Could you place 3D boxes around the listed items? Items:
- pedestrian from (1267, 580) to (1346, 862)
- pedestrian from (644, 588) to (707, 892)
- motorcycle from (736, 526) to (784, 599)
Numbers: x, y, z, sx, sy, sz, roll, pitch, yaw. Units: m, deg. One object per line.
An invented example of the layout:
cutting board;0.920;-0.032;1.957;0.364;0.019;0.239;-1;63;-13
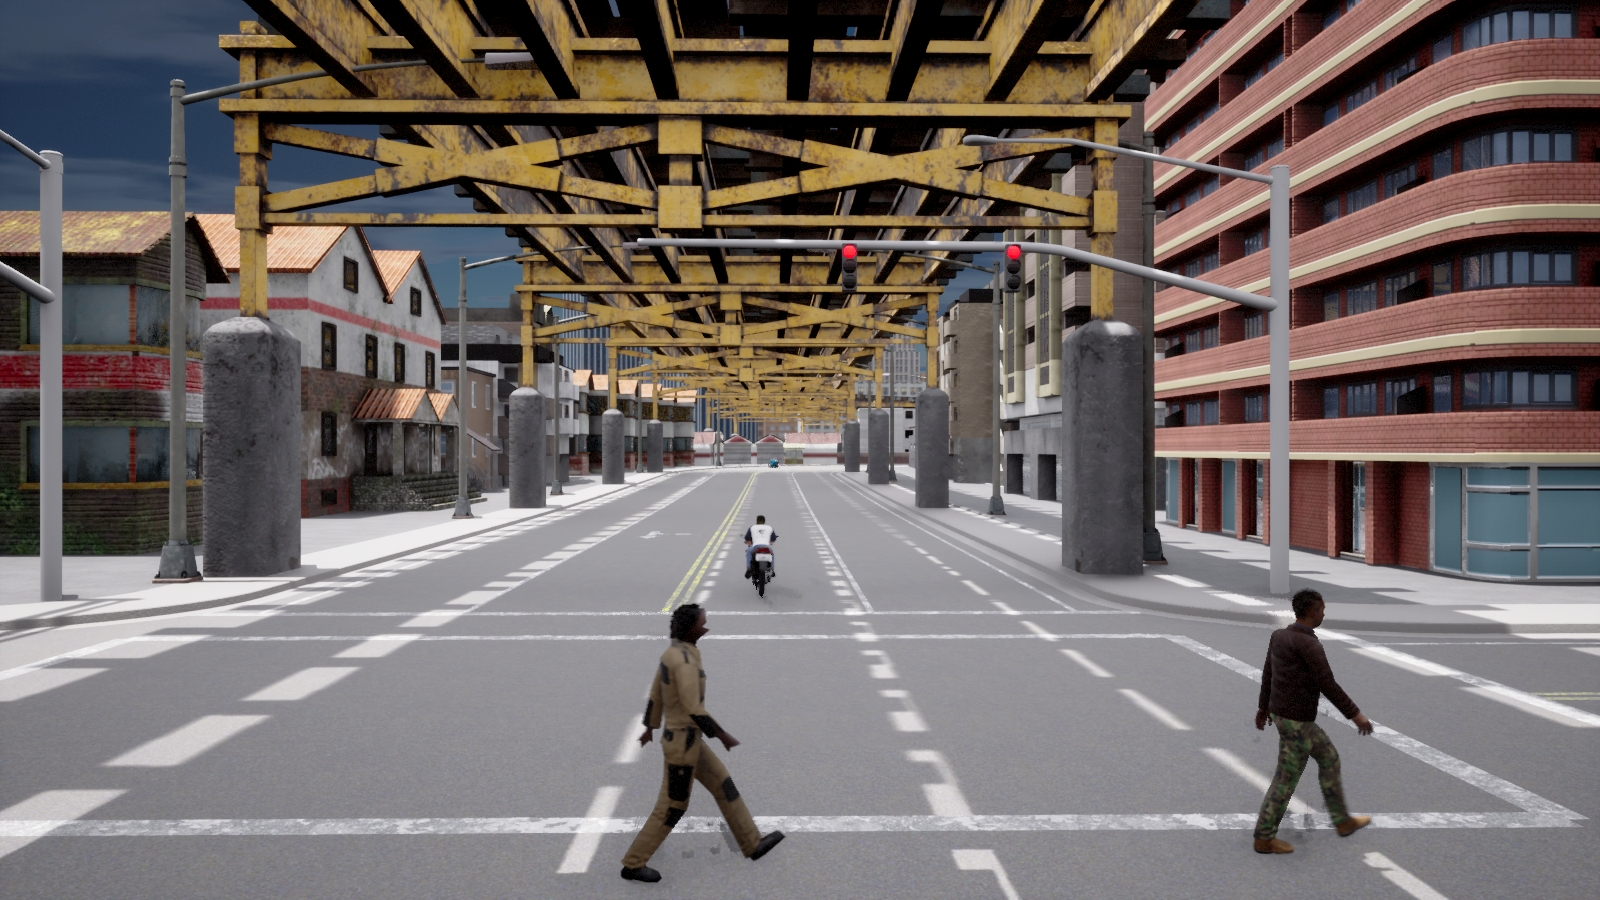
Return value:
pedestrian;3.497;1.848;7.901;0.375;1.860;0.375;0;0;0
pedestrian;-0.811;1.848;7.396;0.375;1.860;0.375;0;0;-12
motorcycle;-0.810;2.173;22.388;0.803;1.224;2.033;2;0;-5
